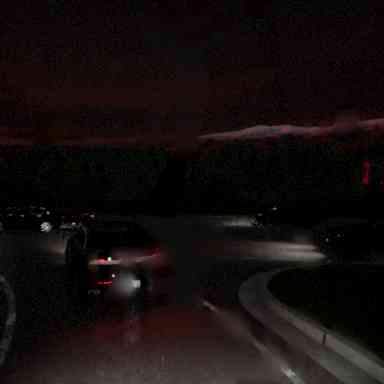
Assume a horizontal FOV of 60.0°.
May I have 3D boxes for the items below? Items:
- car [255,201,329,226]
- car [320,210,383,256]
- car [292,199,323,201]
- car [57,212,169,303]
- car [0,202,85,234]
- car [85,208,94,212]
[{"bbox_3d":[6.759,1.534,22.973,4.674,1.442,1.812,0,0,11],"label":"car"},{"bbox_3d":[7.415,1.530,12.167,4.674,1.442,1.812,0,0,11],"label":"car"},{"bbox_3d":[8.361,1.361,26.244,4.553,1.767,2.097,0,0,11],"label":"car"},{"bbox_3d":[-2.089,1.496,8.371,2.128,1.511,4.902,0,0,-24],"label":"car"},{"bbox_3d":[-8.945,1.514,18.845,4.892,1.490,1.837,0,0,11],"label":"car"},{"bbox_3d":[-8.518,1.574,22.327,4.181,1.385,1.994,0,0,11],"label":"car"}]
